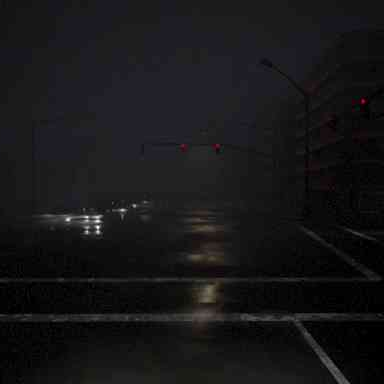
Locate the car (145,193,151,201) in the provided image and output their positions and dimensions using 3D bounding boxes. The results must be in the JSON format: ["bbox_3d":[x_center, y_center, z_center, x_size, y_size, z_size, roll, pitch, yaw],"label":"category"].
[{"bbox_3d":[-9.086,0.948,63.513,2.033,1.411,5.357,0,1,1],"label":"car"}]

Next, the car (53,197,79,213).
[{"bbox_3d":[-13.003,1.346,35.359,1.882,1.535,5.008,0,1,1],"label":"car"}]

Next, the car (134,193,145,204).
[{"bbox_3d":[-9.274,1.132,52.978,2.033,1.411,5.357,0,1,1],"label":"car"}]

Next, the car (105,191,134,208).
[{"bbox_3d":[-9.397,1.106,43.333,2.097,1.767,4.553,0,1,1],"label":"car"}]

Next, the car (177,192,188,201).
[{"bbox_3d":[-1.926,0.917,65.170,2.033,1.411,5.357,0,1,1],"label":"car"}]

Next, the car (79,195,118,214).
[{"bbox_3d":[-9.515,1.369,34.292,2.128,1.511,4.902,0,1,1],"label":"car"}]

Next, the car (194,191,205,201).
[{"bbox_3d":[1.577,0.862,65.089,2.128,1.511,4.902,0,1,1],"label":"car"}]

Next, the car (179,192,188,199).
[{"bbox_3d":[-1.887,0.742,75.821,2.033,1.411,5.357,0,1,1],"label":"car"}]

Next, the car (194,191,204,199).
[{"bbox_3d":[1.613,0.556,75.829,2.097,1.767,4.553,0,1,1],"label":"car"}]
